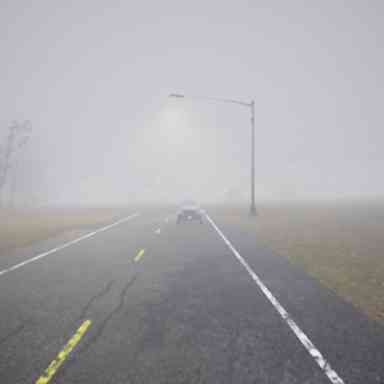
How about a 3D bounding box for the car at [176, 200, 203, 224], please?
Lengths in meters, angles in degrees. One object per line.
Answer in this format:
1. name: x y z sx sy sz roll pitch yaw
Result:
1. car: -0.177 1.540 24.675 1.812 1.442 4.674 0 0 -1
